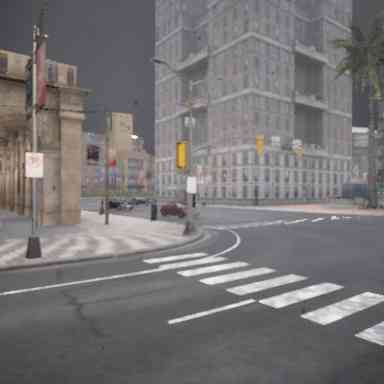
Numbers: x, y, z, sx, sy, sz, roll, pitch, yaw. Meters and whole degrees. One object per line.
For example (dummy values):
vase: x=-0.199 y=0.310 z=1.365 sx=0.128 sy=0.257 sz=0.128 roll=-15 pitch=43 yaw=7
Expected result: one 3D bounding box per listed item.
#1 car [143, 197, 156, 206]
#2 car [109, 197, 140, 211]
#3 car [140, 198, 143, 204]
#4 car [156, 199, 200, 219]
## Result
car: x=-7.757 y=1.579 z=57.440 sx=2.128 sy=1.511 sz=4.902 roll=0 pitch=0 yaw=-36
car: x=-8.785 y=1.543 z=40.726 sx=2.128 sy=1.511 sz=4.902 roll=0 pitch=0 yaw=-36
car: x=-10.583 y=1.581 z=55.375 sx=1.837 sy=1.490 sz=4.892 roll=0 pitch=0 yaw=-36
car: x=-1.134 y=1.579 z=30.013 sx=1.812 sy=1.442 sz=4.674 roll=0 pitch=0 yaw=-34
